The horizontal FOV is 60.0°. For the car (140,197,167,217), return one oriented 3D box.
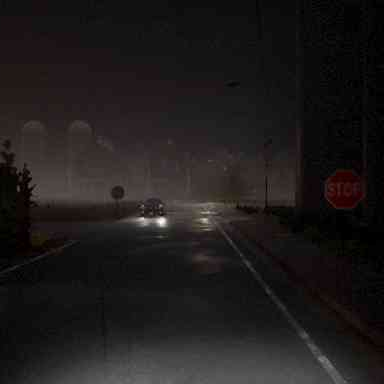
[{"bbox_3d":[-3.500,1.284,30.925,2.097,1.767,4.553,0,0,0],"label":"car"}]
